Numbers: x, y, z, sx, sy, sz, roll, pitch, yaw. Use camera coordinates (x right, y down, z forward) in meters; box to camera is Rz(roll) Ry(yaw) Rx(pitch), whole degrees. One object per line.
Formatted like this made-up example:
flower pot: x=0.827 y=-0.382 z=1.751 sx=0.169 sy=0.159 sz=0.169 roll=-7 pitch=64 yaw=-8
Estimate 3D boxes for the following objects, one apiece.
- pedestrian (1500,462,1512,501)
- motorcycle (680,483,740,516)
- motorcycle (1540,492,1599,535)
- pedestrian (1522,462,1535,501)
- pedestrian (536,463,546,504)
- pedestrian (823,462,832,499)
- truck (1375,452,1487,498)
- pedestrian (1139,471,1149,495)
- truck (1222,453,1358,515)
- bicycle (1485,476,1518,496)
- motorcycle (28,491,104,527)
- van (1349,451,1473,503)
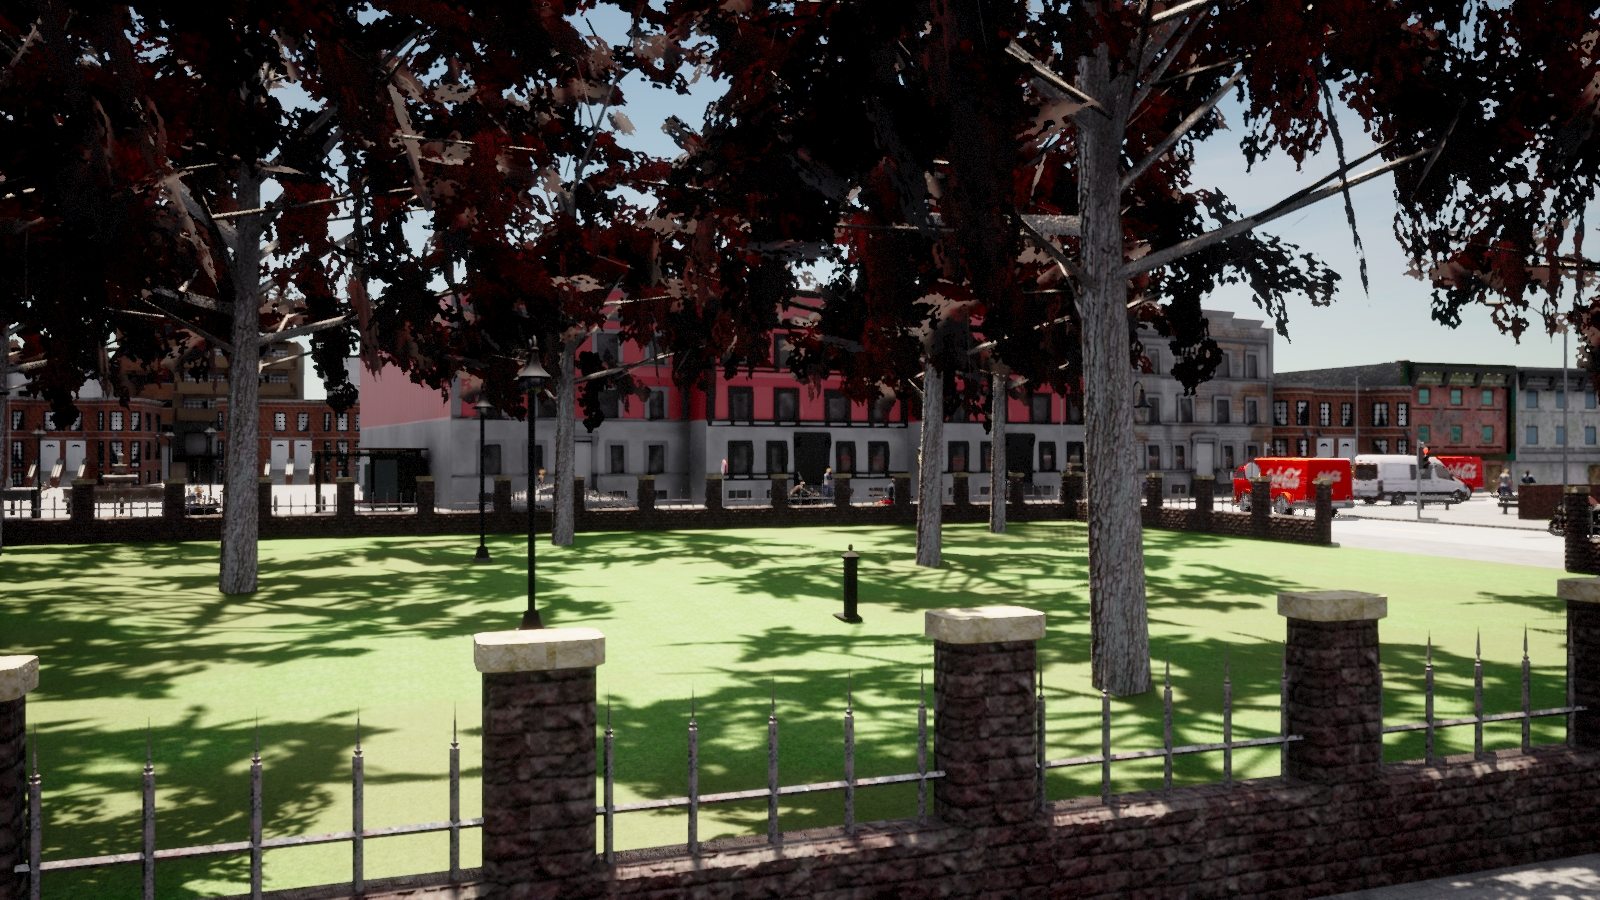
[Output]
pedestrian: x=34.142 y=1.522 z=55.253 sx=0.375 sy=1.860 sz=0.375 roll=0 pitch=0 yaw=-20
motorcycle: x=-3.605 y=1.987 z=45.796 sx=2.209 sy=1.251 sz=0.867 roll=0 pitch=0 yaw=-21
motorcycle: x=24.796 y=1.990 z=36.179 sx=0.867 sy=1.251 sz=2.209 roll=0 pitch=0 yaw=-21
pedestrian: x=35.077 y=1.525 z=55.016 sx=0.375 sy=1.860 sz=0.375 roll=0 pitch=0 yaw=-32
pedestrian: x=-11.931 y=1.525 z=52.571 sx=0.375 sy=1.860 sz=0.375 roll=0 pitch=0 yaw=-25
pedestrian: x=1.378 y=1.526 z=57.299 sx=0.375 sy=1.860 sz=0.375 roll=0 pitch=0 yaw=-23
truck: x=35.004 y=1.356 z=63.458 sx=5.204 sy=2.467 sz=2.627 roll=0 pitch=0 yaw=-19
pedestrian: x=18.984 y=1.808 z=63.050 sx=0.375 sy=1.300 sz=0.375 roll=0 pitch=0 yaw=-29
truck: x=20.629 y=1.350 z=48.424 sx=2.627 sy=2.467 sz=5.204 roll=0 pitch=0 yaw=-15
bicycle: x=40.054 y=2.044 z=65.246 sx=1.487 sy=1.080 sz=0.859 roll=2 pitch=0 yaw=-18
motorcycle: x=-24.892 y=1.992 z=38.798 sx=2.033 sy=1.145 sz=0.803 roll=0 pitch=0 yaw=-19
van: x=31.156 y=1.322 z=58.301 sx=5.915 sy=2.561 sz=1.988 roll=0 pitch=0 yaw=-17
